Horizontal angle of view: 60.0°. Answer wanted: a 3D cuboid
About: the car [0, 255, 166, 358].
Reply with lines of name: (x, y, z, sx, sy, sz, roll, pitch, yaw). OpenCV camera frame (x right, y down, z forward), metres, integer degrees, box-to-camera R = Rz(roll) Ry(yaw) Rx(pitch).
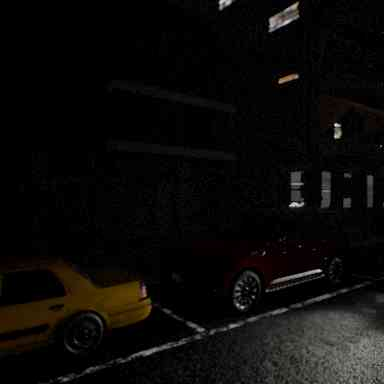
car: (-2.923, 1.526, 4.461, 4.829, 1.417, 1.752, 0, 1, -35)

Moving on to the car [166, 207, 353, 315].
car: (1.754, 1.312, 7.790, 5.009, 1.841, 2.192, 0, 1, -35)
